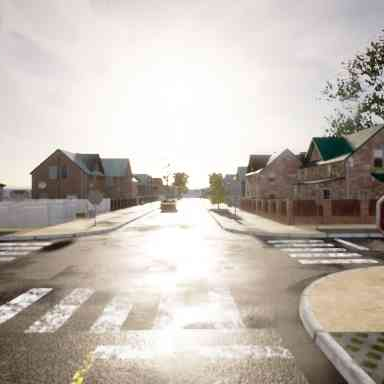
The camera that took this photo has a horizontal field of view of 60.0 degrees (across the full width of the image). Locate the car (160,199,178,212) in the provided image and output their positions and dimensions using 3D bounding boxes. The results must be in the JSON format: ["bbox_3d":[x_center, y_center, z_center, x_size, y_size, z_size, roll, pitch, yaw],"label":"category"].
[{"bbox_3d":[-2.713,1.553,39.332,1.882,1.535,5.008,0,0,0],"label":"car"}]
